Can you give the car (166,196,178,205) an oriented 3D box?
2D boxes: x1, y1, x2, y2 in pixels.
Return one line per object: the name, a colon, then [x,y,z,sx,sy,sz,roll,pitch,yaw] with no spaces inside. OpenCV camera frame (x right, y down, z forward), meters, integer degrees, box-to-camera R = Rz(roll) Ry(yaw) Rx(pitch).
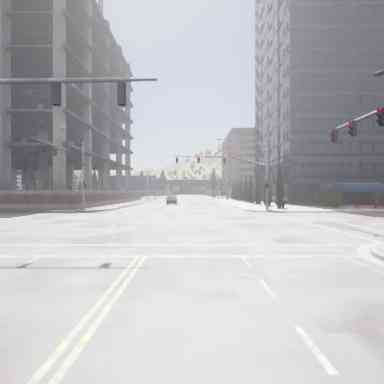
car: [-3.500,1.412,58.259,1.882,1.535,5.008,0,0,0]
